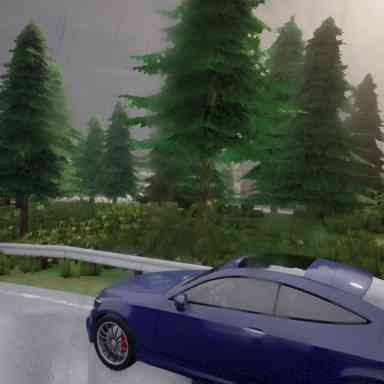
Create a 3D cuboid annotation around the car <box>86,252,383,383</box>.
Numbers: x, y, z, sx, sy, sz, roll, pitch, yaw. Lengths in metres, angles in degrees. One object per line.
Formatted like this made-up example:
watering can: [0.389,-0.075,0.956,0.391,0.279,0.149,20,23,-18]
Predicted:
car: [0.804,1.499,4.066,4.674,1.442,1.812,1,1,31]
